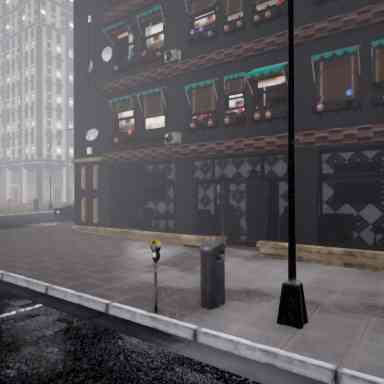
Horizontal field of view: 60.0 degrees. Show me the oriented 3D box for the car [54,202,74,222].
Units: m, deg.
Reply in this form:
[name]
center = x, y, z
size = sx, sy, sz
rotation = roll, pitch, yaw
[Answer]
[car]
center = -7.303, 1.279, 22.814
size = 1.947, 1.339, 4.313
rotation = 1, 1, 35
